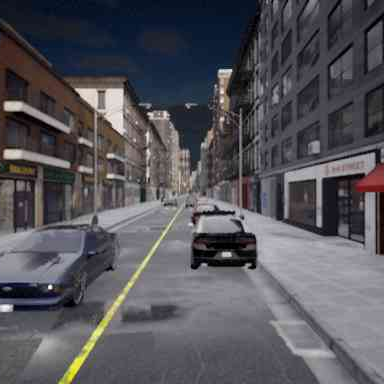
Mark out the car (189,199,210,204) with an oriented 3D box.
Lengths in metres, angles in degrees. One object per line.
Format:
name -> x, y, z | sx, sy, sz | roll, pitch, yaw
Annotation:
car -> 0.900, 1.468, 21.092 | 1.882, 1.535, 5.008 | 0, 0, 0

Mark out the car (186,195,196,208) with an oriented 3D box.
car -> 0.009, 1.549, 47.494 | 2.033, 1.411, 5.357 | 0, 0, 0

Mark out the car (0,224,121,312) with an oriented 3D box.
car -> -3.103, 1.541, 8.177 | 2.033, 1.411, 5.357 | 0, 0, 0

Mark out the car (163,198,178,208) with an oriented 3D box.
car -> -3.089, 1.567, 49.025 | 1.994, 1.385, 4.181 | 0, 0, 0

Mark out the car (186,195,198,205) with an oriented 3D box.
car -> -0.001, 1.379, 61.218 | 2.097, 1.767, 4.553 | 0, 0, 0

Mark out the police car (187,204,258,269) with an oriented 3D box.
police car -> 0.900, 1.418, 11.201 | 1.930, 1.638, 5.238 | 0, 0, 0

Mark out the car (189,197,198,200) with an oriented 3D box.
car -> 0.900, 1.445, 27.282 | 1.801, 1.575, 5.366 | 0, 0, 0
